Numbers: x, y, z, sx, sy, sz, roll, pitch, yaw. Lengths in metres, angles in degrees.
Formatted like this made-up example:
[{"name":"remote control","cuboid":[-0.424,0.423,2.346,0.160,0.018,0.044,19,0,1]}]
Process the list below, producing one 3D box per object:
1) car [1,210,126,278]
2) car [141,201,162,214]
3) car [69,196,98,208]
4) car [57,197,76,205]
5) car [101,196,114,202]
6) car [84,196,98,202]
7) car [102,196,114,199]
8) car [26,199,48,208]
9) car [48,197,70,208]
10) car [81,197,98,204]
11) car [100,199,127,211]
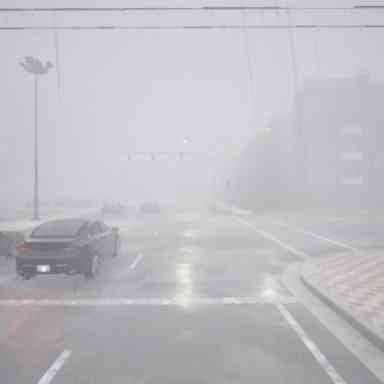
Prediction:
[{"name":"car","cuboid":[-3.486,1.519,10.160,1.837,1.490,4.892,0,0,-1]},{"name":"car","cuboid":[-4.338,1.611,35.560,1.994,1.385,4.181,0,0,-2]},{"name":"car","cuboid":[-16.330,1.592,50.251,1.812,1.442,4.674,0,0,3]},{"name":"car","cuboid":[-23.323,1.643,61.863,1.994,1.385,4.181,0,0,1]},{"name":"car","cuboid":[-19.803,1.588,78.344,1.895,1.301,4.718,0,0,0]},{"name":"car","cuboid":[-23.303,1.603,76.893,1.994,1.385,4.181,0,0,0]},{"name":"car","cuboid":[-16.306,1.633,64.989,2.033,1.411,5.357,0,0,0]},{"name":"car","cuboid":[-23.318,1.668,50.642,1.895,1.301,4.718,0,0,0]},{"name":"car","cuboid":[-19.824,1.545,51.187,1.882,1.535,5.008,0,0,0]},{"name":"car","cuboid":[-19.806,1.648,64.632,1.994,1.385,4.181,0,0,0]},{"name":"car","cuboid":[-7.755,1.645,33.335,1.895,1.301,4.718,0,0,-2]}]
